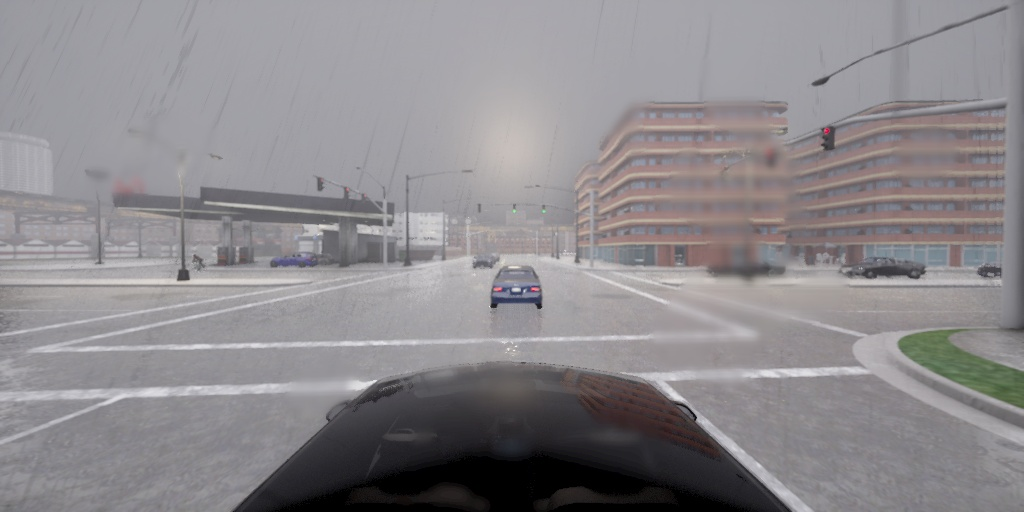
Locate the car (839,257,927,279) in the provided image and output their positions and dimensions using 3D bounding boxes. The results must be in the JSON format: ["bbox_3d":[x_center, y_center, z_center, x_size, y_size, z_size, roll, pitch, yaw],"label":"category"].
[{"bbox_3d":[25.641,0.829,24.909,4.902,1.511,2.128,0,1,1],"label":"car"}]

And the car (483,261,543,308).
[{"bbox_3d":[0.195,1.081,13.929,2.033,1.411,5.357,0,1,1],"label":"car"}]

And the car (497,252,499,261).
[{"bbox_3d":[-3.196,0.475,49.203,1.994,1.385,4.181,0,1,0],"label":"car"}]

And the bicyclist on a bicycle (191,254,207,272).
[{"bbox_3d":[-29.047,0.624,33.195,0.582,1.620,1.656,-10,6,0],"label":"bicyclist on a bicycle"}]

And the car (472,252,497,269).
[{"bbox_3d":[-3.138,0.431,39.698,2.097,1.767,4.553,0,1,0],"label":"car"}]

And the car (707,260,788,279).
[{"bbox_3d":[16.303,0.939,25.008,4.718,1.301,1.895,0,1,-3],"label":"car"}]

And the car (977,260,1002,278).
[{"bbox_3d":[35.460,0.693,24.825,4.553,1.767,2.097,0,1,1],"label":"car"}]
